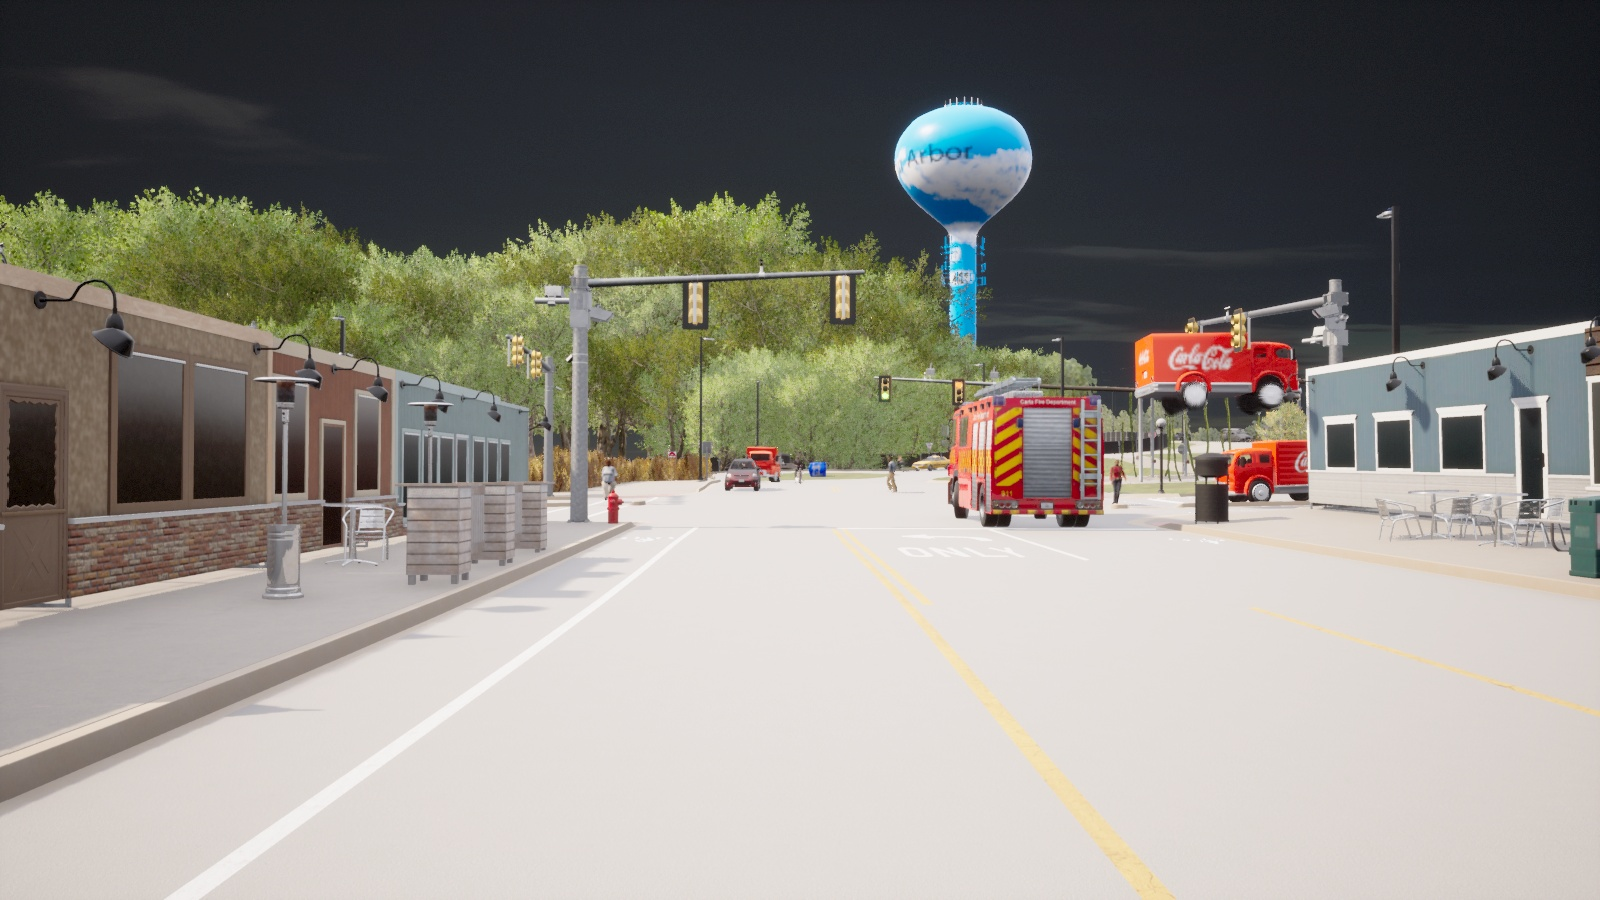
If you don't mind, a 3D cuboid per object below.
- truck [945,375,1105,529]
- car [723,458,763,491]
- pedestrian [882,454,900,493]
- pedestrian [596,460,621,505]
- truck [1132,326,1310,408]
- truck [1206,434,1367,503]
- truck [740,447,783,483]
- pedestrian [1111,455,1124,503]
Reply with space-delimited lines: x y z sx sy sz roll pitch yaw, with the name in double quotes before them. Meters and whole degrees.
"truck" 6.091 0.088 35.556 2.891 3.827 8.468 0 -1 -1
"car" -2.920 1.248 64.968 1.851 1.617 3.988 0 1 0
"pedestrian" 4.499 1.155 62.014 0.788 1.949 0.423 0 -1 -14
"pedestrian" -7.976 1.346 52.246 0.874 1.855 0.900 0 -1 3
"truck" 14.478 -2.841 43.501 5.204 2.467 2.627 -1 -3 0
"truck" 19.037 0.701 49.332 5.204 2.467 2.627 -2 0 -5
"truck" -2.704 1.052 88.655 2.627 2.467 5.204 0 -1 3
"pedestrian" 12.272 1.124 48.541 0.331 1.846 0.636 0 -1 3
